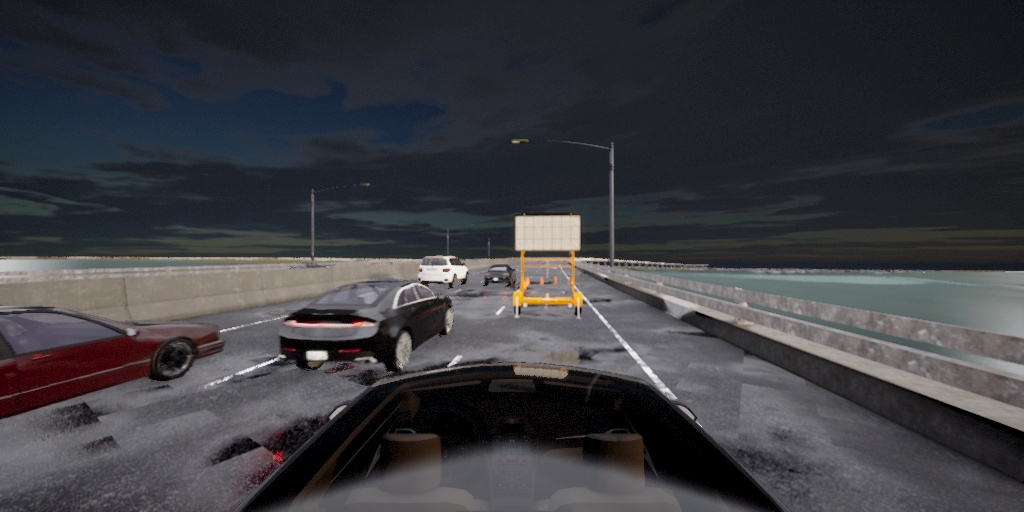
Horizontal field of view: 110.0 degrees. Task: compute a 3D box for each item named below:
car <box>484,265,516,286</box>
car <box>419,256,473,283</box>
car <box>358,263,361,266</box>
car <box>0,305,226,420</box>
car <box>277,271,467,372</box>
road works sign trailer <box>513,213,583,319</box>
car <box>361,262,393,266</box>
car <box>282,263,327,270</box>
[{"bbox_3d":[-0.805,1.337,25.605,1.812,1.442,4.674,0,0,6],"label":"car"},{"bbox_3d":[-4.490,1.033,24.061,2.150,2.045,5.566,0,0,6],"label":"car"},{"bbox_3d":[-16.965,1.471,40.709,1.895,1.301,4.718,0,0,6],"label":"car"},{"bbox_3d":[-6.507,1.311,4.258,2.033,1.411,5.357,0,0,6],"label":"car"},{"bbox_3d":[-2.645,1.260,7.722,2.128,1.511,4.902,0,0,6],"label":"car"},{"bbox_3d":[1.298,0.242,13.035,2.380,3.560,2.880,0,0,6],"label":"road works sign trailer"},{"bbox_3d":[-13.726,1.385,38.162,1.812,1.442,4.674,0,0,6],"label":"car"},{"bbox_3d":[-20.976,1.412,36.306,2.033,1.411,5.357,0,0,6],"label":"car"}]
